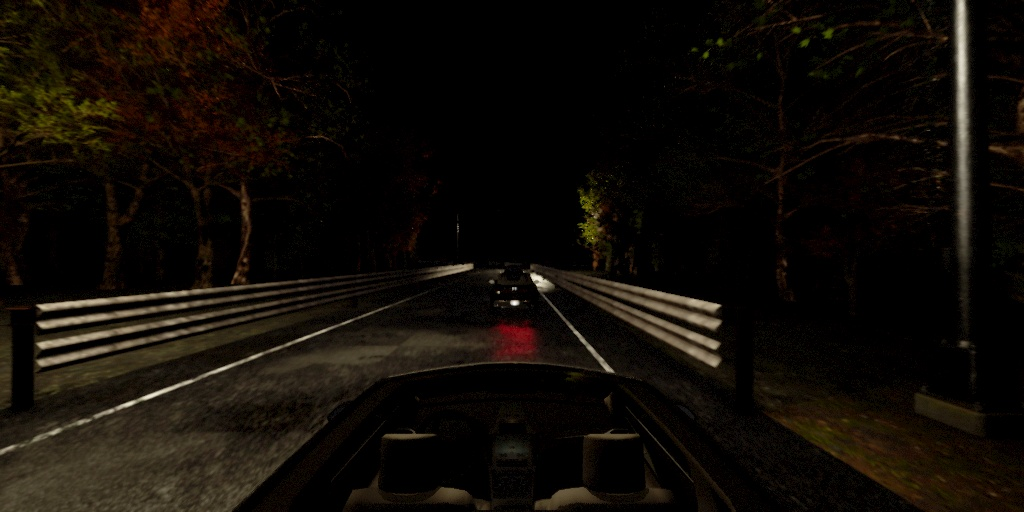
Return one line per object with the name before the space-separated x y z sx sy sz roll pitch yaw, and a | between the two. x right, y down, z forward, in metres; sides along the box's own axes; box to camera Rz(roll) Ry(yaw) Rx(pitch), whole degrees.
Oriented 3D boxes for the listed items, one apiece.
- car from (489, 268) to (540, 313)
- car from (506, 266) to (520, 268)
car | 0.093 1.402 14.888 1.837 1.490 4.892 0 0 0
car | 0.099 1.651 33.908 2.033 1.411 5.357 0 -1 0
